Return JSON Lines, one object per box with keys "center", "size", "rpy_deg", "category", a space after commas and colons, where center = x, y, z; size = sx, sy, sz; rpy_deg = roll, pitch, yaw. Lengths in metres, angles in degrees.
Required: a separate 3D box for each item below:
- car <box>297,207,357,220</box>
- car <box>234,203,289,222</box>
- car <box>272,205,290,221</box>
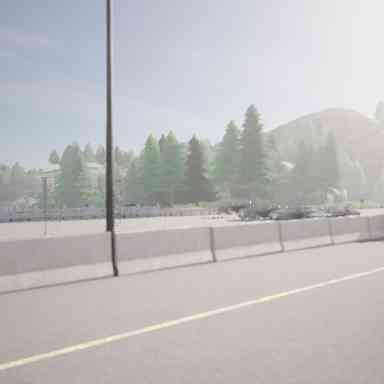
{"center": [10.381, 1.800, 24.232], "size": [5.357, 1.411, 2.033], "rpy_deg": [1, 0, -36], "category": "car"}
{"center": [6.302, 1.751, 29.921], "size": [4.902, 1.511, 2.128], "rpy_deg": [1, 0, -36], "category": "car"}
{"center": [8.341, 1.762, 27.076], "size": [4.902, 1.511, 2.128], "rpy_deg": [1, 0, -36], "category": "car"}
